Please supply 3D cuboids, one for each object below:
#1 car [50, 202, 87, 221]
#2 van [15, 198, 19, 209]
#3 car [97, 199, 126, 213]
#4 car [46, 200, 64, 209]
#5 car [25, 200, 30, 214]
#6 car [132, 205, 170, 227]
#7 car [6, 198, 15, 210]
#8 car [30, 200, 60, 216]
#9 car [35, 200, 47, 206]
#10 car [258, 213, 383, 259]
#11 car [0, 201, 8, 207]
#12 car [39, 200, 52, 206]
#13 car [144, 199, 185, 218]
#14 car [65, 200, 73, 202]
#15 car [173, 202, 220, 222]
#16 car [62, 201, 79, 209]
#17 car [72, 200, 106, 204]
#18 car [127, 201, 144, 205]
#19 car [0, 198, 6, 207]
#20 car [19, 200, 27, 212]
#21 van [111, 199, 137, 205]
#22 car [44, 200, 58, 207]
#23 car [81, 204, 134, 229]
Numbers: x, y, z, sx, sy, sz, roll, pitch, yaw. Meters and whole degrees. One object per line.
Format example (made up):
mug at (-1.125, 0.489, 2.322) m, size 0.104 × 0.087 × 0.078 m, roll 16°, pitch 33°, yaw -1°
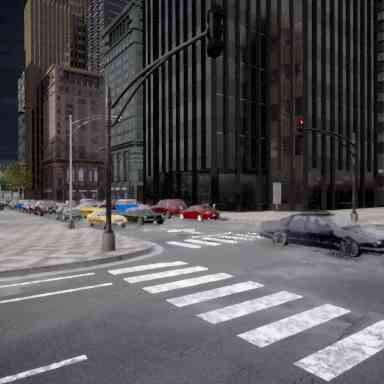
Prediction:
car at (-12.069, 2.004, 32.483) m, size 2.008 × 1.369 × 4.403 m, roll -1°, pitch 0°, yaw -35°
van at (-26.260, 2.123, 52.371) m, size 1.690 × 1.788 × 3.998 m, roll -1°, pitch 0°, yaw -35°
car at (-11.249, 1.876, 46.051) m, size 2.192 × 1.841 × 5.009 m, roll -1°, pitch 0°, yaw -35°
car at (-25.046, 2.317, 60.777) m, size 1.882 × 1.535 × 5.008 m, roll 0°, pitch -1°, yaw -35°
car at (-20.581, 2.196, 44.416) m, size 1.887 × 1.381 × 4.507 m, roll -1°, pitch 0°, yaw -35°
car at (-3.932, 1.904, 25.680) m, size 1.895 × 1.301 × 4.718 m, roll 0°, pitch -1°, yaw -36°
car at (-32.036, 2.354, 60.471) m, size 1.967 × 1.590 × 4.097 m, roll -1°, pitch 0°, yaw -35°
car at (-17.749, 1.901, 40.438) m, size 2.192 × 1.841 × 5.009 m, roll -1°, pitch 0°, yaw -35°
car at (-37.889, 2.711, 83.361) m, size 2.008 × 1.369 × 4.403 m, roll -1°, pitch 0°, yaw -35°
car at (5.063, 1.549, 13.064) m, size 2.033 × 1.411 × 5.357 m, roll 0°, pitch 0°, yaw -36°
car at (-44.524, 2.771, 77.983) m, size 1.802 × 1.307 × 4.206 m, roll -1°, pitch 0°, yaw -35°
car at (-34.868, 2.661, 79.126) m, size 1.947 × 1.339 × 4.313 m, roll -1°, pitch 0°, yaw -35°
car at (-2.401, 1.669, 33.616) m, size 2.192 × 1.841 × 5.009 m, roll -1°, pitch 0°, yaw -35°
car at (-17.498, 2.146, 44.753) m, size 1.812 × 1.442 × 4.674 m, roll 0°, pitch -1°, yaw -35°
car at (0.554, 1.829, 29.471) m, size 1.887 × 1.381 × 4.507 m, roll -1°, pitch 0°, yaw -35°
car at (-22.783, 2.407, 62.185) m, size 1.802 × 1.307 × 4.206 m, roll -1°, pitch 0°, yaw -35°
car at (-11.153, 1.950, 35.810) m, size 1.882 × 1.535 × 5.008 m, roll 0°, pitch -1°, yaw -35°
car at (-5.344, 2.005, 37.761) m, size 1.802 × 1.307 × 4.206 m, roll -1°, pitch 0°, yaw -35°
car at (-41.402, 2.667, 73.606) m, size 1.887 × 1.381 × 4.507 m, roll -1°, pitch 0°, yaw -35°
car at (-23.420, 2.157, 48.393) m, size 1.967 × 1.590 × 4.097 m, roll -1°, pitch 0°, yaw -35°
van at (-8.299, 1.833, 41.906) m, size 1.690 × 1.788 × 3.998 m, roll -1°, pitch 0°, yaw -35°
car at (-31.846, 2.596, 74.890) m, size 1.947 × 1.339 × 4.313 m, roll -1°, pitch 0°, yaw -35°
car at (-6.297, 1.844, 24.390) m, size 1.752 × 1.417 × 4.829 m, roll -1°, pitch 0°, yaw -35°
